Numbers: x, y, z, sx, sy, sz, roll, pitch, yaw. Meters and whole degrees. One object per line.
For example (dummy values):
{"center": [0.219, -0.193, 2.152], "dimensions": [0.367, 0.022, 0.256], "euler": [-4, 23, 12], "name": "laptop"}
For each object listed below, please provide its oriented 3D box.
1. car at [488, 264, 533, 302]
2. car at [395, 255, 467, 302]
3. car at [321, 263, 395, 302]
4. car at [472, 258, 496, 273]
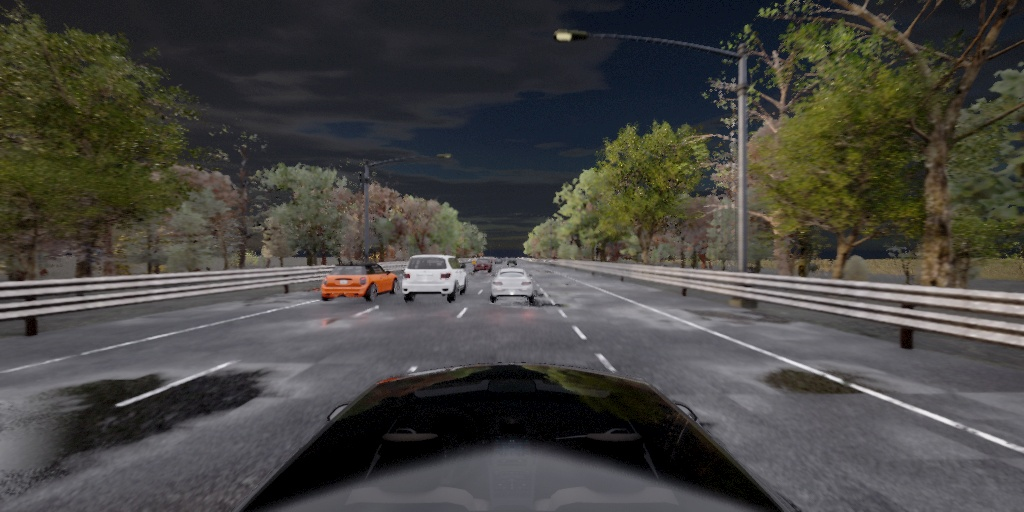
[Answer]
{"center": [0.000, 1.275, 16.984], "dimensions": [1.812, 1.442, 4.674], "euler": [0, 0, 0], "name": "car"}
{"center": [-3.500, 0.971, 17.099], "dimensions": [2.150, 2.045, 5.566], "euler": [0, 0, 0], "name": "car"}
{"center": [-6.999, 1.100, 17.031], "dimensions": [2.097, 1.767, 4.553], "euler": [0, 0, 0], "name": "car"}
{"center": [-3.500, 1.102, 44.664], "dimensions": [2.097, 1.767, 4.553], "euler": [0, 0, 0], "name": "car"}
